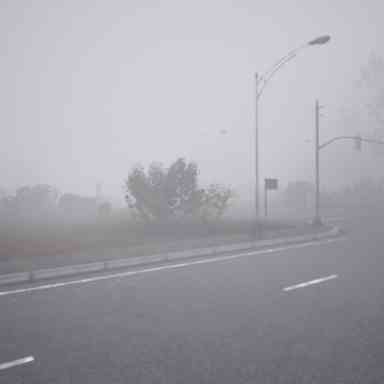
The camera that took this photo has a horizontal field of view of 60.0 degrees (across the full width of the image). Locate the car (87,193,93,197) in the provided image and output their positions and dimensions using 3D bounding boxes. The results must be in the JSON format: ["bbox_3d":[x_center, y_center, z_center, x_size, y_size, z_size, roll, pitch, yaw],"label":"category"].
[{"bbox_3d":[-27.724,1.157,88.471,2.097,1.767,4.553,0,0,-36],"label":"car"}]

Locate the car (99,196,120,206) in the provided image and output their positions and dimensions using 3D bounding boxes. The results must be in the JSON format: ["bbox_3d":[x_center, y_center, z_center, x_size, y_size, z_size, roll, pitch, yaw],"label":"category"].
[{"bbox_3d":[-13.067,1.374,52.288,1.837,1.490,4.892,0,0,-38],"label":"car"}]

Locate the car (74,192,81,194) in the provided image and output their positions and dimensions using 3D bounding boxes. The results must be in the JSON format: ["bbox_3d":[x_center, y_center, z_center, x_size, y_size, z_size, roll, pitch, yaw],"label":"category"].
[{"bbox_3d":[-30.317,1.049,86.089,2.150,2.045,5.566,0,0,-36],"label":"car"}]
